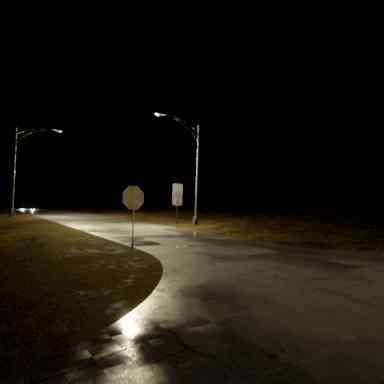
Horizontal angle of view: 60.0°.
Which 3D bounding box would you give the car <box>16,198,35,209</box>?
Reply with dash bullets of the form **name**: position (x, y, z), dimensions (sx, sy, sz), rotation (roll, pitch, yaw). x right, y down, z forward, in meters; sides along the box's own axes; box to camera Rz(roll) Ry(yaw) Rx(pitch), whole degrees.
- **car**: position (-23.274, 1.590, 46.499), dimensions (1.994, 1.385, 4.181), rotation (3, -2, -35)
